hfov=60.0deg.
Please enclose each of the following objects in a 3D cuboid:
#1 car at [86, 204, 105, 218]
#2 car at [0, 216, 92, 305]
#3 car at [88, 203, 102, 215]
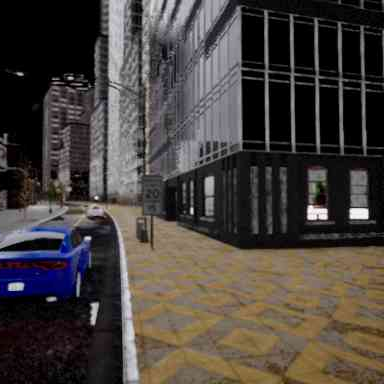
[{"bbox_3d":[-11.173,2.265,38.385,1.812,1.442,4.674,1,-1,-16],"label":"car"},{"bbox_3d":[-3.662,1.588,8.343,1.882,1.535,5.008,0,-1,-12],"label":"car"},{"bbox_3d":[-14.085,2.414,48.141,1.882,1.535,5.008,1,-1,-17],"label":"car"}]
